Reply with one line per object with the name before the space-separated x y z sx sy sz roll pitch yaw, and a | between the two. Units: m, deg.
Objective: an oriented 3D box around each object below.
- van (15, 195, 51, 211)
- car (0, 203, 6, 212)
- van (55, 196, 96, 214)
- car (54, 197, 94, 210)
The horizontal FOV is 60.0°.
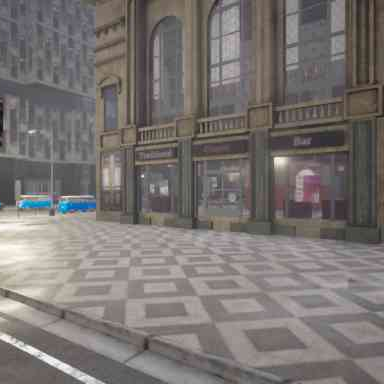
van | -18.550 1.292 39.097 1.690 1.788 3.998 0 0 36
car | -21.822 1.513 34.529 2.008 1.369 4.403 0 0 36
van | -11.619 1.282 34.134 1.690 1.788 3.998 0 0 36
car | -15.378 1.466 43.526 1.752 1.417 4.829 0 0 36
